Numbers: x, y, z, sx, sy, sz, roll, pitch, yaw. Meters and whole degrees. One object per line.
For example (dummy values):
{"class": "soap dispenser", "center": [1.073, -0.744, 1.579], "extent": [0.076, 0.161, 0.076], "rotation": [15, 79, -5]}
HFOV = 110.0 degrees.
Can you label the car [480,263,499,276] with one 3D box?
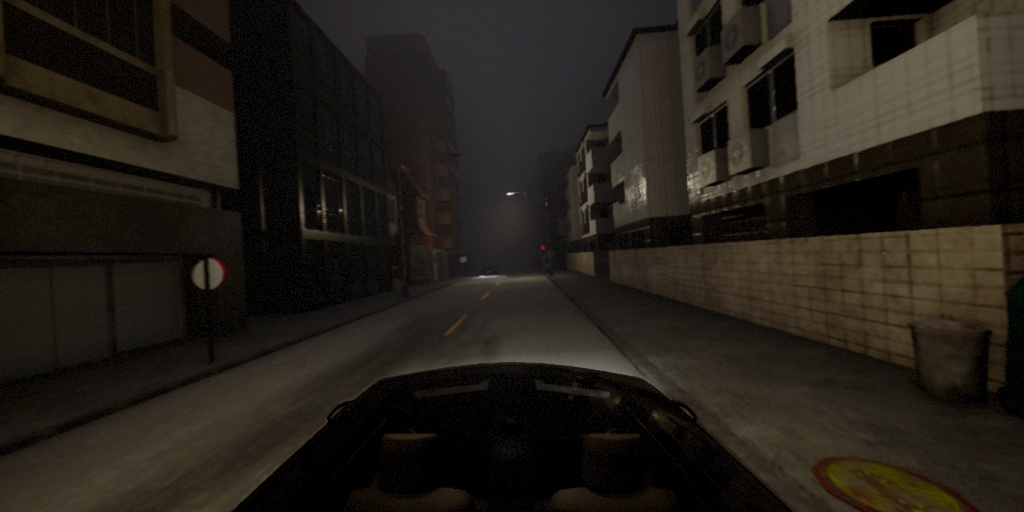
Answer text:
{"class": "car", "center": [-2.609, 1.579, 42.593], "extent": [1.994, 1.385, 4.181], "rotation": [-3, 0, 2]}
